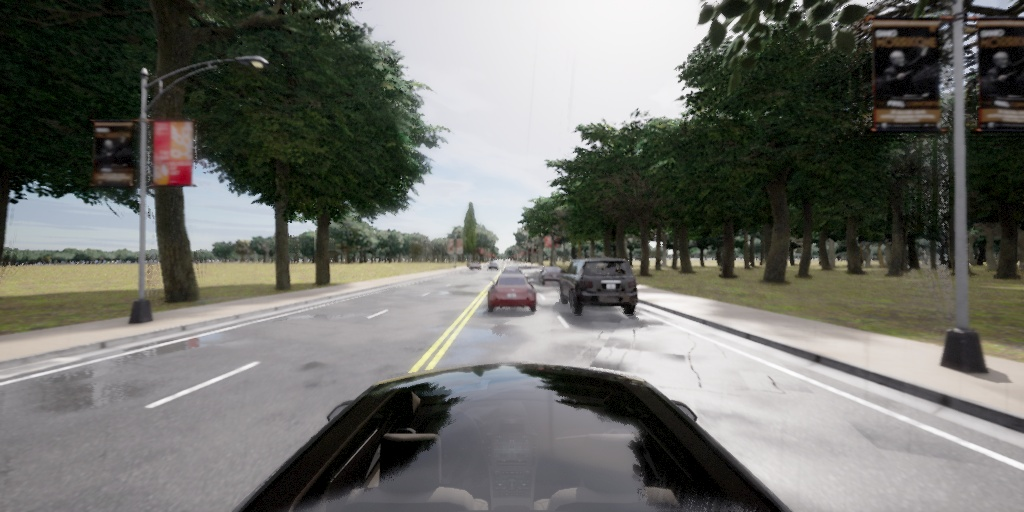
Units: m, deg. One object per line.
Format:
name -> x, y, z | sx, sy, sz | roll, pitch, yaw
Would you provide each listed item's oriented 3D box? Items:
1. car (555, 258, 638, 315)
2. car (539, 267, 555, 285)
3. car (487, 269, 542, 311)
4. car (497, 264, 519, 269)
car -> 3.253, 1.101, 14.426 | 2.150, 2.045, 5.566 | 0, 0, 0
car -> 3.222, 1.572, 29.410 | 2.033, 1.411, 5.357 | 0, -1, 0
car -> 0.013, 1.449, 15.303 | 1.994, 1.385, 4.181 | 0, 0, 0
car -> -0.018, 1.598, 30.392 | 1.994, 1.385, 4.181 | 0, 0, 0
